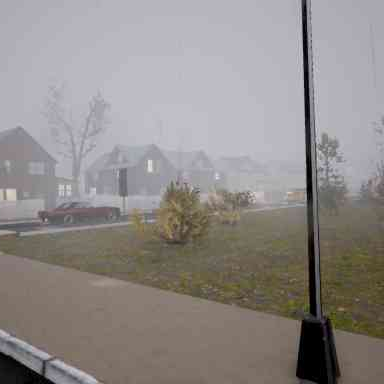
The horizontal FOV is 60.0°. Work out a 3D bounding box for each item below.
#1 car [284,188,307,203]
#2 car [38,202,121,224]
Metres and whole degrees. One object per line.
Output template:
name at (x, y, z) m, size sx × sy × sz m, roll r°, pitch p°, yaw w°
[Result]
car at (13.950, 0.593, 42.280) m, size 1.882 × 1.535 × 5.008 m, roll -2°, pitch -1°, yaw 44°
car at (-6.740, 1.252, 20.469) m, size 1.895 × 1.301 × 4.718 m, roll -2°, pitch -1°, yaw 43°
